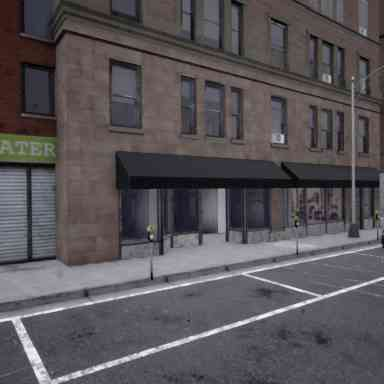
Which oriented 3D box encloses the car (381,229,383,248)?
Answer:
[{"bbox_3d":[9.165,1.539,13.075,4.507,1.381,1.887,0,-1,-35],"label":"car"}]
